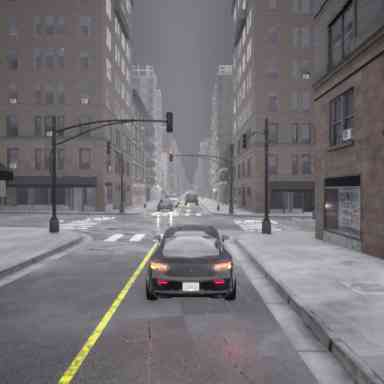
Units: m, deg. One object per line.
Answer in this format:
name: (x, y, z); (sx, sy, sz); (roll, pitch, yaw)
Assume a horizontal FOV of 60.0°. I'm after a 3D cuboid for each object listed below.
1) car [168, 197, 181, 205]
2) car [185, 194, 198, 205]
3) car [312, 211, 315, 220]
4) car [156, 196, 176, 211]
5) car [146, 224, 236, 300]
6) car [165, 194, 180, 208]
car: (-3.245, 1.641, 62.007); (2.033, 1.411, 5.357); (0, 0, 0)
car: (-0.081, 1.308, 59.335); (2.150, 2.045, 5.566); (0, 0, 0)
car: (12.276, 1.721, 26.856); (5.008, 1.535, 1.882); (1, 0, -1)
car: (-3.236, 1.556, 40.842); (1.837, 1.490, 4.892); (0, 0, -2)
car: (-0.018, 1.527, 8.236); (1.812, 1.442, 4.674); (0, 0, 0)
car: (-3.247, 1.293, 51.411); (2.150, 2.045, 5.566); (0, 0, 0)
